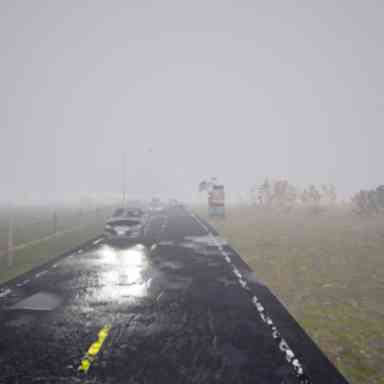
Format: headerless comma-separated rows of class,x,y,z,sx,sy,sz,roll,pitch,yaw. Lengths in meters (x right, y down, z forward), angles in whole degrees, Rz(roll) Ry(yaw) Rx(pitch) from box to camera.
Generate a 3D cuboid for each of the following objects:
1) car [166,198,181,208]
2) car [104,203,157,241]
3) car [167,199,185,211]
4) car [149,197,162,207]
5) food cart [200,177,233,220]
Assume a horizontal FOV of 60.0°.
car,-3.101,1.813,54.859,2.033,1.411,5.357,0,0,-7
car,-3.211,1.551,17.151,2.128,1.511,4.902,1,0,-2
car,-1.964,1.801,43.744,1.895,1.301,4.718,0,0,-5
car,-6.426,1.637,58.729,2.097,1.767,4.553,0,0,-6
food cart,2.114,0.595,30.350,2.280,3.560,4.660,-1,-1,-4
